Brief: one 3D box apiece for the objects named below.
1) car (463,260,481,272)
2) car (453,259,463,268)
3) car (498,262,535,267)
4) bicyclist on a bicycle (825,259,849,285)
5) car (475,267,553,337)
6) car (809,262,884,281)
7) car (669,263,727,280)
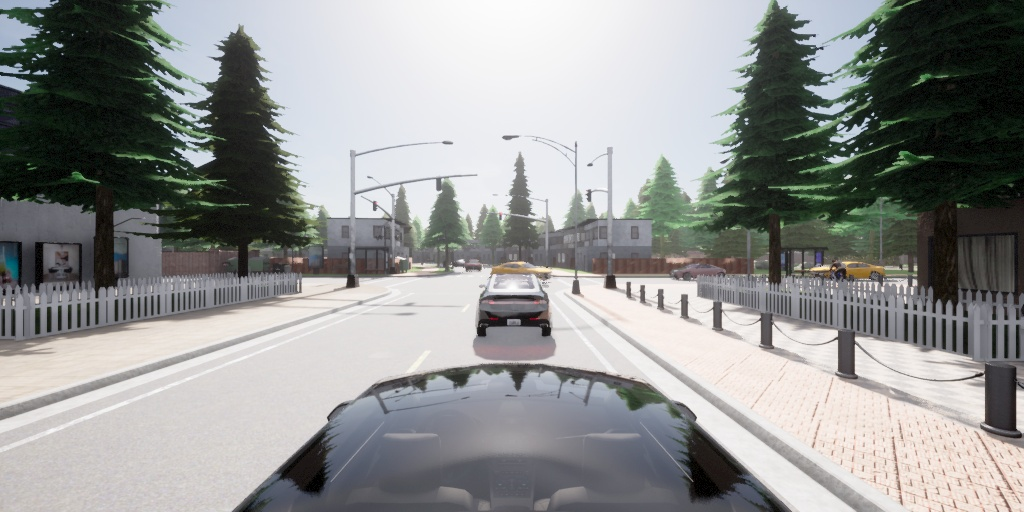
[{"bbox_3d":[-5.006,1.193,46.214,1.882,1.535,5.008,0,0,-7],"label":"car"},{"bbox_3d":[-8.840,1.280,61.596,1.994,1.385,4.181,0,0,-22],"label":"car"},{"bbox_3d":[0.675,1.213,27.813,5.008,1.535,1.882,0,1,36],"label":"car"},{"bbox_3d":[19.886,1.035,21.978,0.582,1.620,1.656,0,0,2],"label":"bicyclist on a bicycle"},{"bbox_3d":[0.056,1.242,10.291,2.128,1.511,4.902,0,0,0],"label":"car"},{"bbox_3d":[27.199,1.212,29.249,5.008,1.535,1.882,0,0,2],"label":"car"},{"bbox_3d":[15.295,1.299,29.595,4.181,1.385,1.994,0,0,2],"label":"car"}]
